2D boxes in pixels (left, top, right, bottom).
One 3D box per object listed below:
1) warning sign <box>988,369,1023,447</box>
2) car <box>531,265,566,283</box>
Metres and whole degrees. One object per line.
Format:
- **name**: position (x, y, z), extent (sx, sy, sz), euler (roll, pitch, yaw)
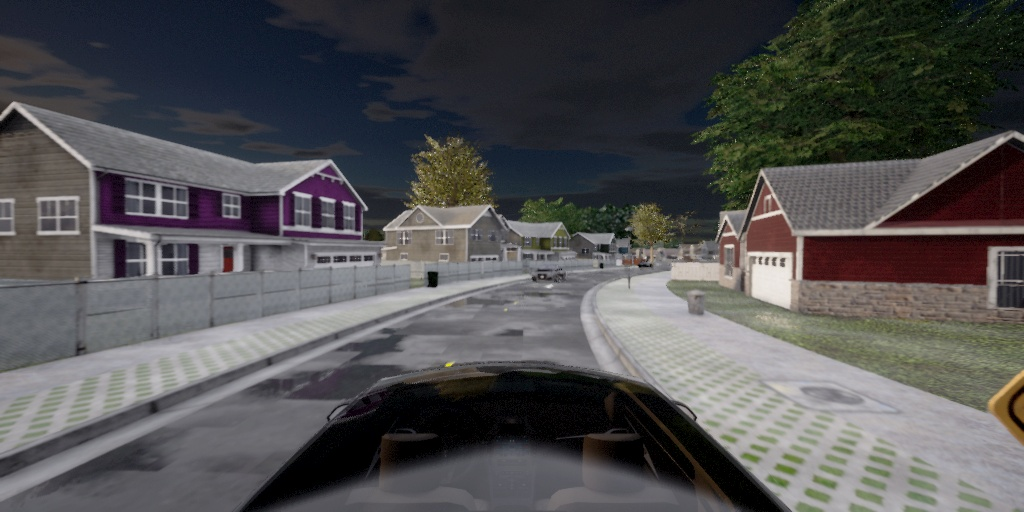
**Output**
- **warning sign**: position (2.478, 0.871, 1.434), extent (1.300, 1.860, 1.060), euler (0, 0, 1)
- **car**: position (3.022, 1.382, 28.924), extent (1.994, 1.385, 4.181), euler (0, 0, 23)
